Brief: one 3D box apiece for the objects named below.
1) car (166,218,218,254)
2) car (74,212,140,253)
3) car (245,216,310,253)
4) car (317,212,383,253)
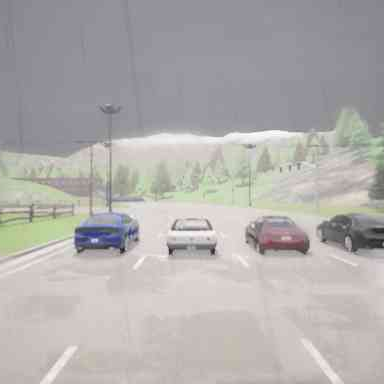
[{"bbox_3d":[-0.009,1.734,14.109,1.895,1.301,4.718,0,0,0],"label":"car"},{"bbox_3d":[-3.506,1.614,14.478,1.882,1.535,5.008,0,0,0],"label":"car"},{"bbox_3d":[3.495,1.699,14.292,1.994,1.385,4.181,0,0,0],"label":"car"},{"bbox_3d":[6.993,1.642,14.315,1.837,1.490,4.892,0,0,0],"label":"car"}]
